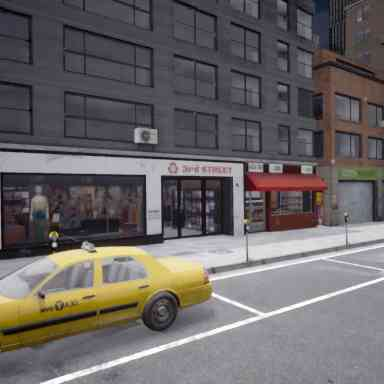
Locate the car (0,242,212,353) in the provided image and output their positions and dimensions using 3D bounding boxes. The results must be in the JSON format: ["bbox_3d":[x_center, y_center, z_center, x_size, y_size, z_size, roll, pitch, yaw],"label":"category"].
[{"bbox_3d":[-1.912,1.525,5.295,4.829,1.417,1.752,0,-1,-35],"label":"car"}]
